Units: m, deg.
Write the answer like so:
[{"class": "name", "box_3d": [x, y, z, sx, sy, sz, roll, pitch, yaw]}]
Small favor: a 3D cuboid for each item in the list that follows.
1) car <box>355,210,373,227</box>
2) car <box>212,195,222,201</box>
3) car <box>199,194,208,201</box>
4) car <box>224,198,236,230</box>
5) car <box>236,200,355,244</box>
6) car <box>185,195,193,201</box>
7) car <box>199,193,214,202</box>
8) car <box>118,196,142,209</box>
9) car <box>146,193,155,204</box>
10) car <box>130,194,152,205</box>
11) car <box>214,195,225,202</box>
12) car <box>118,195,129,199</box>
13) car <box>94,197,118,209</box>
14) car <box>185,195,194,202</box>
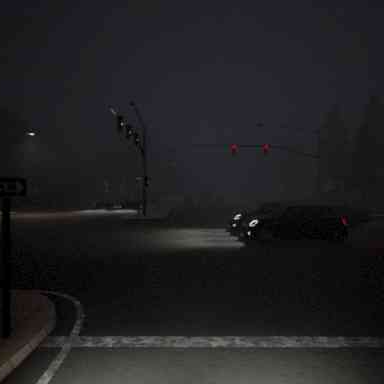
[{"class": "car", "box_3d": [9.074, 1.547, 22.230, 5.357, 1.411, 2.033, 0, 0, 0]}, {"class": "car", "box_3d": [6.267, 1.479, 83.583, 2.128, 1.511, 4.902, 0, 0, -1]}, {"class": "car", "box_3d": [2.767, 1.317, 83.515, 2.097, 1.767, 4.553, 0, 0, -1]}, {"class": "car", "box_3d": [4.342, 1.351, 18.697, 4.553, 1.767, 2.097, 0, 0, 0]}, {"class": "car", "box_3d": [4.536, 1.351, 15.198, 4.553, 1.767, 2.097, 0, 0, 0]}, {"class": "car", "box_3d": [-0.732, 1.502, 83.467, 1.994, 1.385, 4.181, 0, 0, -1]}, {"class": "car", "box_3d": [2.927, 1.223, 72.992, 2.150, 2.045, 5.566, 0, 0, -1]}, {"class": "car", "box_3d": [-8.253, 1.599, 45.096, 1.895, 1.301, 4.718, 0, 0, -1]}, {"class": "car", "box_3d": [-8.497, 1.220, 65.447, 2.150, 2.045, 5.566, 0, 0, 0]}, {"class": "car", "box_3d": [-8.391, 1.546, 54.741, 2.033, 1.411, 5.357, 0, 0, -1]}, {"class": "car", "box_3d": [6.419, 1.522, 73.508, 1.812, 1.442, 4.674, 0, 0, -1]}, {"class": "car", "box_3d": [-11.876, 1.524, 53.868, 1.812, 1.442, 4.674, 0, 0, -1]}, {"class": "car", "box_3d": [-11.752, 1.599, 44.967, 1.895, 1.301, 4.718, 0, 0, -1]}, {"class": "car", "box_3d": [-0.575, 1.476, 73.028, 1.882, 1.535, 5.008, 0, 0, -1]}]
